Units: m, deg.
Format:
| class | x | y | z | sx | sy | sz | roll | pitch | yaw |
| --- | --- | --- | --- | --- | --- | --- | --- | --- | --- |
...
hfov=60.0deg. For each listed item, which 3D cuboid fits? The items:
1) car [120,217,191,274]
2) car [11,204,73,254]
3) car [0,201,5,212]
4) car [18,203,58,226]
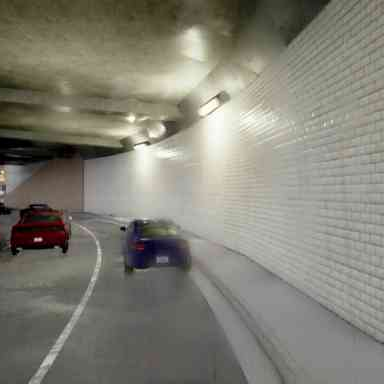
| class | x | y | z | sx | sy | sz | roll | pitch | yaw |
| --- | --- | --- | --- | --- | --- | --- | --- | --- | --- |
| car | -1.261 | 1.525 | 10.550 | 1.812 | 1.442 | 4.674 | 0 | 0 | -13 |
| car | -6.053 | 1.478 | 13.726 | 1.882 | 1.535 | 5.008 | 0 | 0 | -18 |
| car | -23.225 | 1.547 | 38.600 | 2.033 | 1.411 | 5.357 | 0 | 0 | -42 |
| car | -11.423 | 1.564 | 24.525 | 1.994 | 1.385 | 4.181 | 0 | 0 | -36 |
